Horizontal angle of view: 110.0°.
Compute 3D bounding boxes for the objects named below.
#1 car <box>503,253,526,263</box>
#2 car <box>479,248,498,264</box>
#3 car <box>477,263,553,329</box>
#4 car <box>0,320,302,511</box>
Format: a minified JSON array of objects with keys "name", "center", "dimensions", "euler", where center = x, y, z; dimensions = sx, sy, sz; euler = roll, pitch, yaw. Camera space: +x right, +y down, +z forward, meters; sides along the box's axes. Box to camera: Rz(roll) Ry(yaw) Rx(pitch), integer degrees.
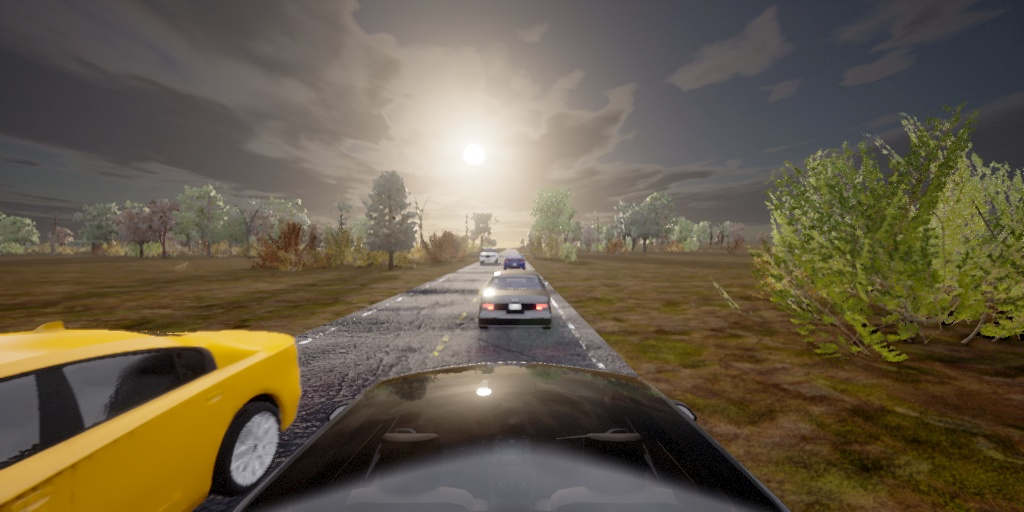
[{"name":"car","center":[0.228,0.506,32.561],"dimensions":[1.882,1.535,5.008],"euler":[0,1,0]},{"name":"car","center":[-2.902,-0.065,45.757],"dimensions":[2.150,2.045,5.566],"euler":[0,1,0]},{"name":"car","center":[0.118,1.098,10.346],"dimensions":[2.033,1.411,5.357],"euler":[0,1,1]},{"name":"car","center":[-3.102,1.228,1.599],"dimensions":[1.882,1.535,5.008],"euler":[0,1,0]}]
